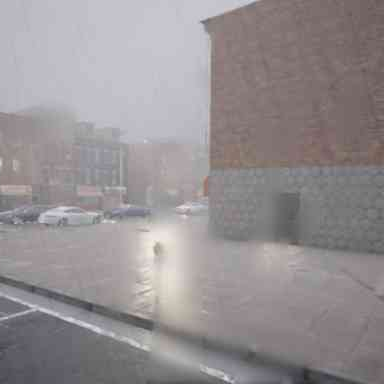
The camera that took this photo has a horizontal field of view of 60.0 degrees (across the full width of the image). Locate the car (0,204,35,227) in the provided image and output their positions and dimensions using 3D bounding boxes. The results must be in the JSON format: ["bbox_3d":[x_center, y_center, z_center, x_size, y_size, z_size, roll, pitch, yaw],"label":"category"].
[{"bbox_3d":[-11.970,1.689,24.902,2.128,1.511,4.902,1,0,36],"label":"car"}]

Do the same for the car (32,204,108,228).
[{"bbox_3d":[-8.774,1.783,24.299,1.812,1.442,4.674,1,0,35],"label":"car"}]

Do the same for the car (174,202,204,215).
[{"bbox_3d":[-0.253,1.973,41.257,1.812,1.442,4.674,1,0,36],"label":"car"}]

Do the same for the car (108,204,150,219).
[{"bbox_3d":[-6.233,1.874,32.924,2.033,1.411,5.357,1,0,35],"label":"car"}]
